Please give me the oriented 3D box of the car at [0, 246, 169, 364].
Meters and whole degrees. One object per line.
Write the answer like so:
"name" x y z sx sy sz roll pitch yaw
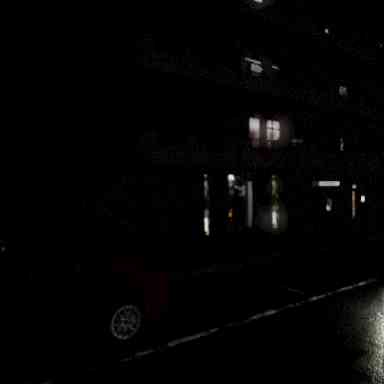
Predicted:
"car" -2.493 1.542 4.794 4.507 1.381 1.887 0 -1 -35
